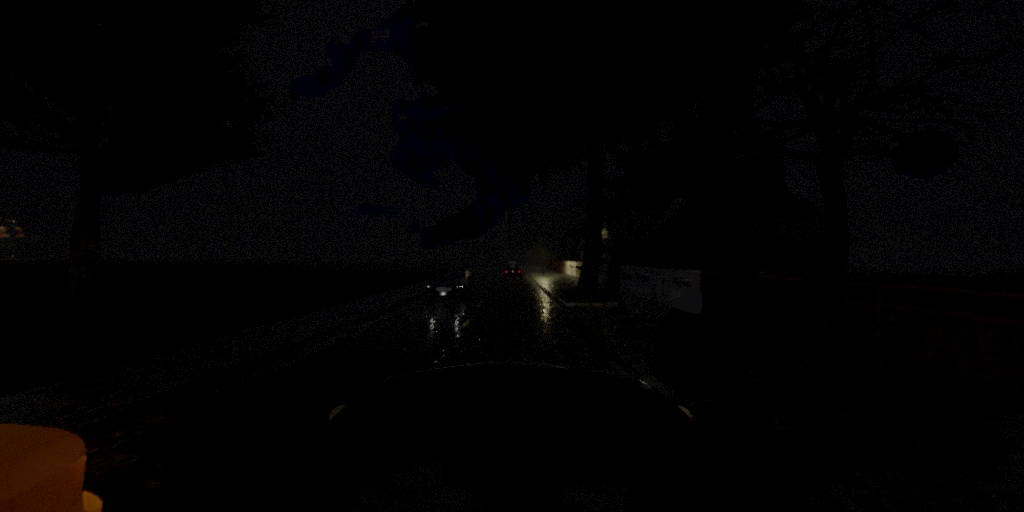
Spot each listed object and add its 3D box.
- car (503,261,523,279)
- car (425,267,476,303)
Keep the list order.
[{"bbox_3d":[0.080,1.400,33.890,2.033,1.411,5.357,0,0,0],"label":"car"},{"bbox_3d":[-2.853,1.306,17.322,2.128,1.511,4.902,0,0,0],"label":"car"}]
